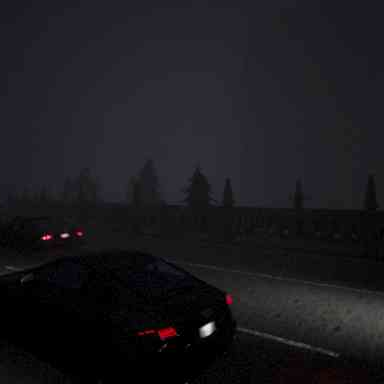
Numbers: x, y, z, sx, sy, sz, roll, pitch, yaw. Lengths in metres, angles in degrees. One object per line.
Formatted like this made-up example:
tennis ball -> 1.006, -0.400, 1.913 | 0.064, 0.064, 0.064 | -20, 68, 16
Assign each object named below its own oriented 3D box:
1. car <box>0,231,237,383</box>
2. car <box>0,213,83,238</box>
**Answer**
car -> -1.443, 1.566, 5.032 | 4.181, 1.385, 1.994 | 0, 0, 36
car -> -6.358, 1.554, 13.064 | 5.357, 1.411, 2.033 | 0, 0, 39
